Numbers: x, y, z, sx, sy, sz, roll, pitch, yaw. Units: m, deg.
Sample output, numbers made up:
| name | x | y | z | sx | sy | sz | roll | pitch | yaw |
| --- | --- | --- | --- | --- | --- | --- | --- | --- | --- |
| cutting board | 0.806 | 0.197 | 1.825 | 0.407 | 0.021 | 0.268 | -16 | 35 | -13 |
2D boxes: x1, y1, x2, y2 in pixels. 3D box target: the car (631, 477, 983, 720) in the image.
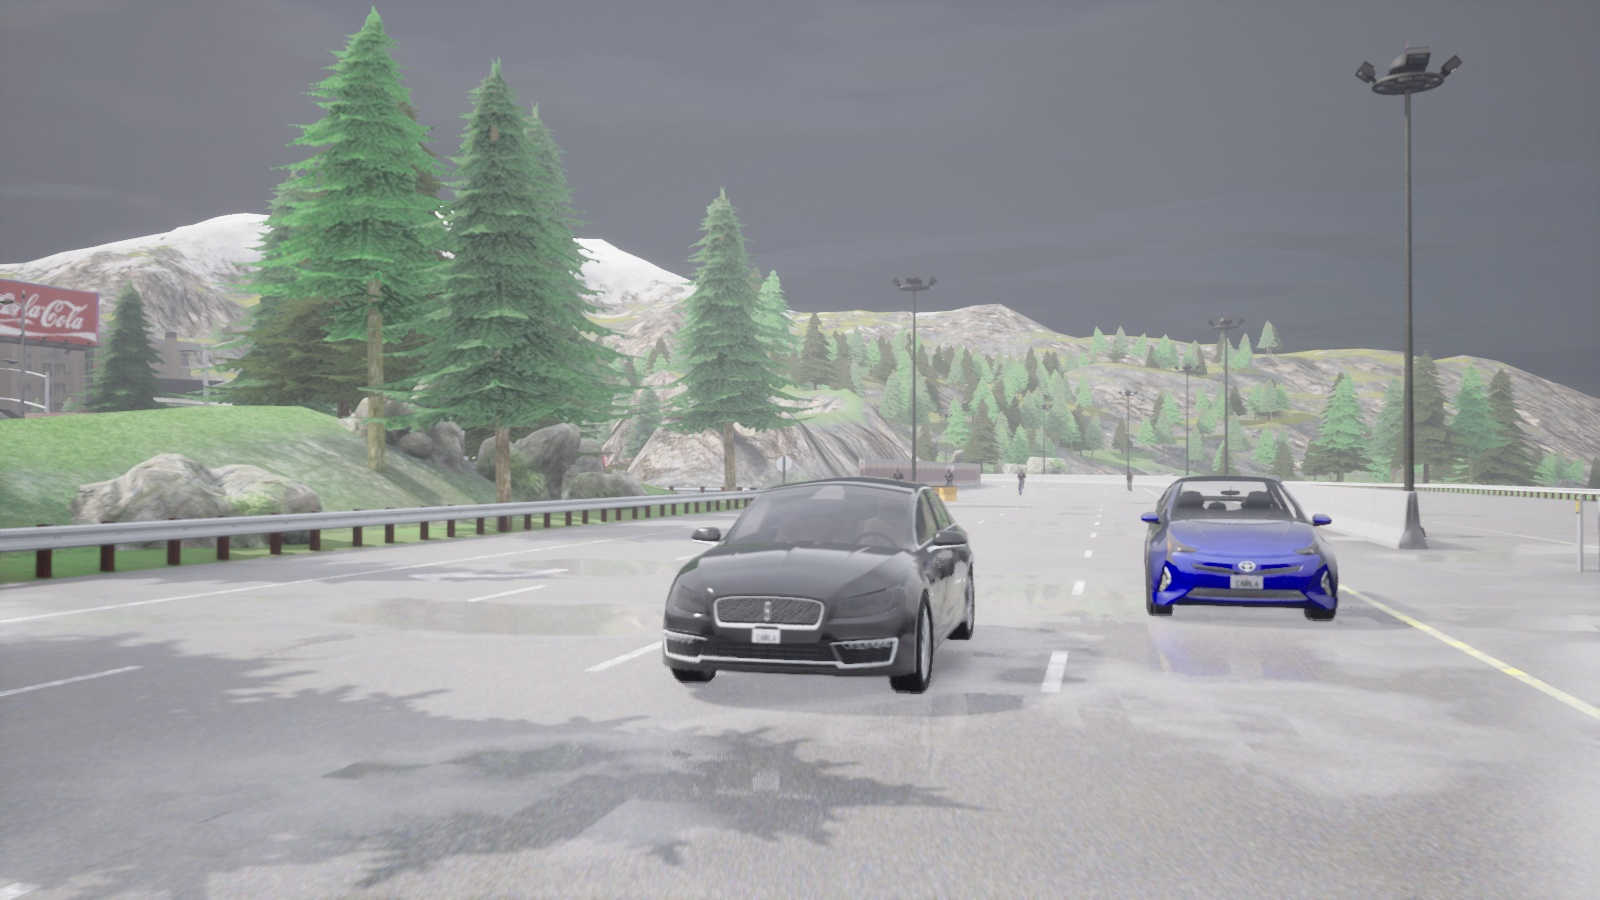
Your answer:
| name | x | y | z | sx | sy | sz | roll | pitch | yaw |
| --- | --- | --- | --- | --- | --- | --- | --- | --- | --- |
| car | 0.360 | 0.993 | 10.506 | 1.837 | 1.490 | 4.892 | 0 | -1 | 14 |

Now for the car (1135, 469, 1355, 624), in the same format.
| name | x | y | z | sx | sy | sz | roll | pitch | yaw |
| --- | --- | --- | --- | --- | --- | --- | --- | --- | --- |
| car | 5.032 | 0.989 | 14.801 | 2.007 | 1.525 | 4.514 | 0 | -1 | 14 |
